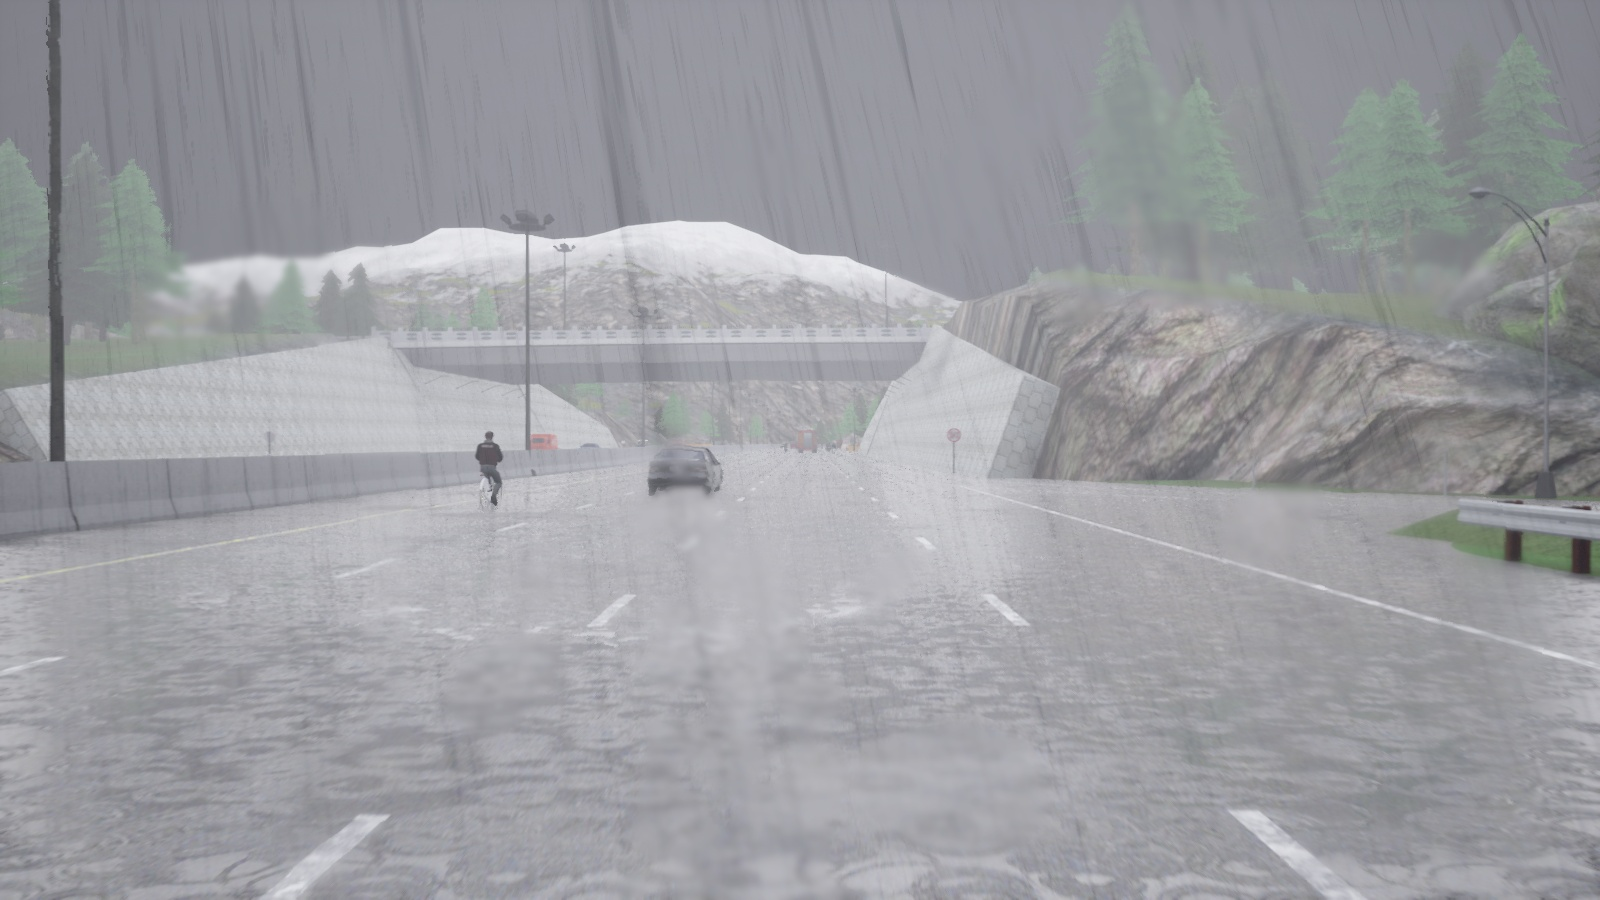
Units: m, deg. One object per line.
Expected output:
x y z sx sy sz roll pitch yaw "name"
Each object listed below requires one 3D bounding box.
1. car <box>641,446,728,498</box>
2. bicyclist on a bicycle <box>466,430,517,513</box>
-3.276 0.585 36.648 2.033 1.411 5.357 0 0 0 "car"
-6.826 0.455 27.860 0.659 1.776 1.843 0 0 0 "bicyclist on a bicycle"
